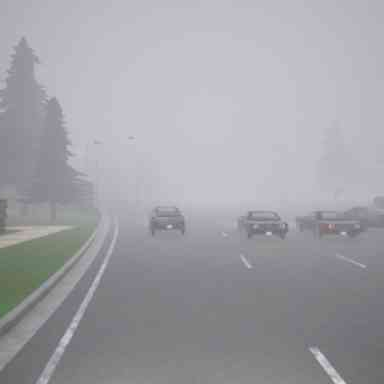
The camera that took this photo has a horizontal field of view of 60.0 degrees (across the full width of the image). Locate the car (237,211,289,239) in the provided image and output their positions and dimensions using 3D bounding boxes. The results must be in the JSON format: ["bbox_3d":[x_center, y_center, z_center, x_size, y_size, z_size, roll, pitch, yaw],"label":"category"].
[{"bbox_3d":[3.605,1.649,17.800,1.895,1.301,4.718,0,0,0],"label":"car"}]

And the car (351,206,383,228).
[{"bbox_3d":[10.592,1.580,20.393,1.812,1.442,4.674,0,0,0],"label":"car"}]

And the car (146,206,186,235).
[{"bbox_3d":[-1.564,1.543,19.236,2.128,1.511,4.902,0,0,-10],"label":"car"}]

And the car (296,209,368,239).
[{"bbox_3d":[7.105,1.648,17.799,1.895,1.301,4.718,0,0,0],"label":"car"}]
